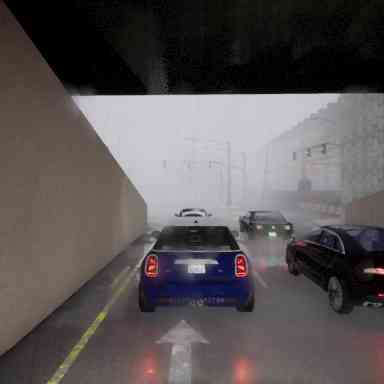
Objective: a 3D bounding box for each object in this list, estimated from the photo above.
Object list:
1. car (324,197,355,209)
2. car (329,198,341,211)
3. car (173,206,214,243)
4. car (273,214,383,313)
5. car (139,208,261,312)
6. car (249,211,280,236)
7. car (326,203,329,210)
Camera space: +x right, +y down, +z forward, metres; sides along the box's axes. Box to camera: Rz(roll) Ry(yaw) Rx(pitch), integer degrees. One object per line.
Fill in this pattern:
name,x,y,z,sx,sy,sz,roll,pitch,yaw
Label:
car,17.540,1.295,39.376,1.853,1.218,4.536,0,0,45
car,17.403,1.453,34.732,2.038,1.542,4.974,0,0,-35
car,0.063,1.526,16.940,1.812,1.442,4.674,0,0,0
car,3.581,1.492,7.623,2.128,1.511,4.902,0,0,0
car,0.081,1.352,7.888,2.097,1.767,4.553,0,0,0
car,3.585,1.601,16.949,1.895,1.301,4.718,0,0,0
car,17.504,1.453,39.339,2.038,1.542,4.974,0,0,45
